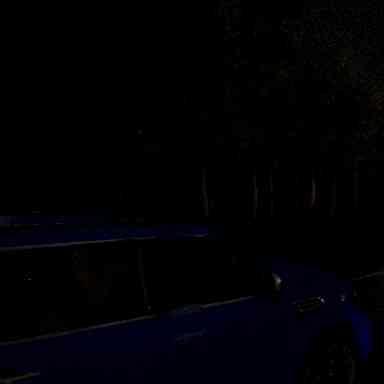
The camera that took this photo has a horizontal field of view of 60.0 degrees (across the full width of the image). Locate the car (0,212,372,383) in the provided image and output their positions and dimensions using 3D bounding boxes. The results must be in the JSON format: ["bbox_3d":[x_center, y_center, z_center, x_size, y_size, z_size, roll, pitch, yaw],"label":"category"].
[{"bbox_3d":[-0.639,1.221,3.168,5.566,2.045,2.150,0,0,-33],"label":"car"}]
